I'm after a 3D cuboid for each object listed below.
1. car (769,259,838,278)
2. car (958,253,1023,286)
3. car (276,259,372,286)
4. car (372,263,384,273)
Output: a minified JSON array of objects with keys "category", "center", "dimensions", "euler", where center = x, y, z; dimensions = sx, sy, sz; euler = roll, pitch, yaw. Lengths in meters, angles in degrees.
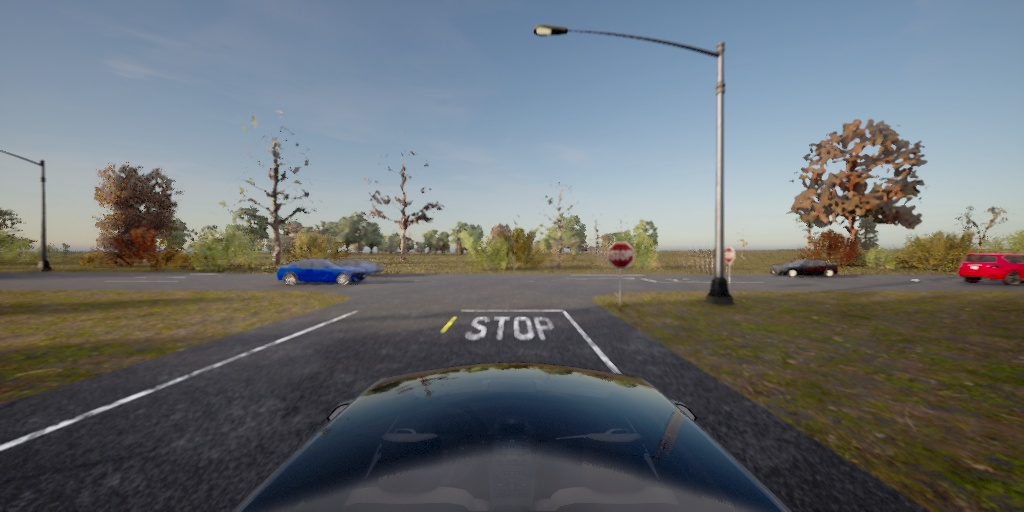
[{"category":"car","center":[24.281,1.021,29.947],"dimensions":[5.008,1.535,1.882],"euler":[-1,1,-2]},{"category":"car","center":[32.434,0.840,23.168],"dimensions":[5.566,2.045,2.150],"euler":[0,1,-2]},{"category":"car","center":[-11.582,0.955,21.969],"dimensions":[5.008,1.535,1.882],"euler":[0,1,-2]},{"category":"car","center":[-13.213,0.922,28.931],"dimensions":[5.357,1.411,2.033],"euler":[0,1,-2]}]
